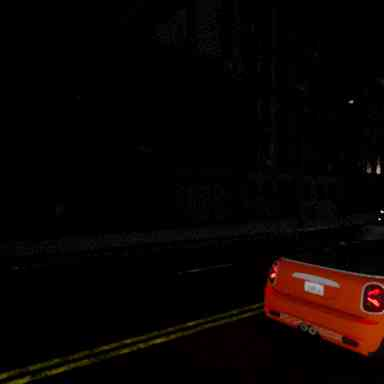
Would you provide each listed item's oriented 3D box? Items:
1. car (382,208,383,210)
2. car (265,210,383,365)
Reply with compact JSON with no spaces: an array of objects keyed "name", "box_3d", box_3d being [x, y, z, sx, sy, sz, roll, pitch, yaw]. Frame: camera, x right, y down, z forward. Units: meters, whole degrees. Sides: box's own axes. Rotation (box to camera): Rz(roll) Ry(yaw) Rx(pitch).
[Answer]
[{"name":"car","box_3d":[14.698,1.311,22.127,5.566,2.045,2.150,1,0,-35]},{"name":"car","box_3d":[3.440,1.373,5.892,4.553,1.767,2.097,0,0,-35]}]
